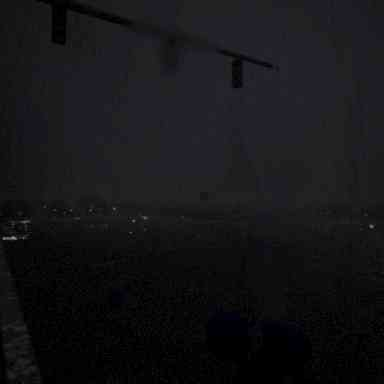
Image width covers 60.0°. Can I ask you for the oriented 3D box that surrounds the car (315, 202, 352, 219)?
[{"bbox_3d":[13.934,1.776,32.334,4.892,1.490,1.837,0,0,-35],"label":"car"}]

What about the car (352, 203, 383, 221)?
[{"bbox_3d":[17.131,1.777,30.312,4.902,1.511,2.128,1,0,-35],"label":"car"}]

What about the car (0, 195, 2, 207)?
[{"bbox_3d":[-30.790,1.398,51.425,2.097,1.767,4.553,1,0,-34],"label":"car"}]

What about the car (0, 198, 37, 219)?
[{"bbox_3d":[-15.546,1.533,29.409,2.128,1.511,4.902,1,0,-35],"label":"car"}]

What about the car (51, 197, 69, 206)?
[{"bbox_3d":[-23.704,1.620,59.683,1.882,1.535,5.008,1,-1,-34],"label":"car"}]

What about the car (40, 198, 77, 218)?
[{"bbox_3d":[-12.661,1.599,31.389,1.812,1.442,4.674,1,0,-35],"label":"car"}]

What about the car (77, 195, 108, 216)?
[{"bbox_3d":[-10.301,1.325,34.141,2.150,2.045,5.566,1,0,-35],"label":"car"}]

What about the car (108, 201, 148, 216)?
[{"bbox_3d":[-6.606,1.683,34.946,2.033,1.411,5.357,1,0,-35],"label":"car"}]

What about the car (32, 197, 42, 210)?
[{"bbox_3d":[-19.276,1.553,40.920,1.882,1.535,5.008,1,0,-35],"label":"car"}]

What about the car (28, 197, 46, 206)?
[{"bbox_3d":[-27.678,1.601,59.274,2.128,1.511,4.902,1,0,-34],"label":"car"}]

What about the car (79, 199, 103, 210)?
[{"bbox_3d":[-13.761,1.703,45.257,1.994,1.385,4.181,1,0,-35],"label":"car"}]
